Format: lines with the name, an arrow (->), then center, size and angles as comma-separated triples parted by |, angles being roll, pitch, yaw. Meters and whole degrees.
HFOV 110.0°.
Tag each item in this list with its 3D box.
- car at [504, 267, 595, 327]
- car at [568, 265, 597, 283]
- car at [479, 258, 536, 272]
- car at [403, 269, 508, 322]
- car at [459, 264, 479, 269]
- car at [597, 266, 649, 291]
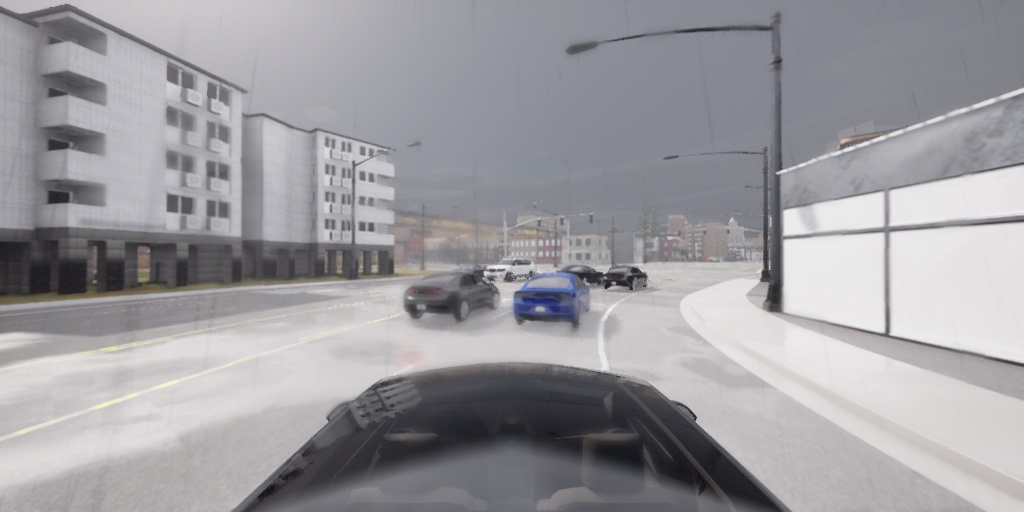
car -> 1.512, 1.298, 12.015 | 1.882, 1.535, 5.008 | 0, 0, 17
car -> 5.021, 1.394, 26.081 | 1.882, 1.535, 5.008 | 0, -1, 36
car -> -0.037, 1.177, 31.343 | 2.150, 2.045, 5.566 | 0, -1, 37
car -> -1.913, 1.327, 12.841 | 1.837, 1.490, 4.892 | 0, -2, 18
car -> -3.502, 1.453, 32.522 | 2.128, 1.511, 4.902 | 0, -1, 36
car -> 7.572, 1.400, 23.647 | 1.837, 1.490, 4.892 | 0, 0, 36
